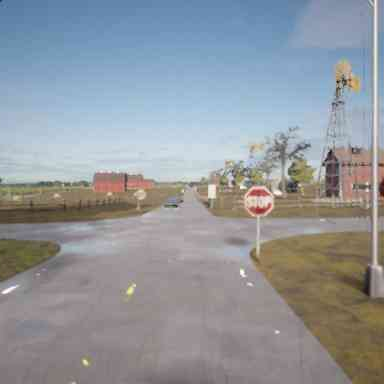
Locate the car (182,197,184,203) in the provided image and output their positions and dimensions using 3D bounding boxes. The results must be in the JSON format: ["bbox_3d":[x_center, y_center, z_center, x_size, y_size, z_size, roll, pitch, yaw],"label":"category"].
[{"bbox_3d":[-2.750,1.486,67.784,1.882,1.535,5.008,0,0,0],"label":"car"}]

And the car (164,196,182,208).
[{"bbox_3d":[-2.752,1.459,45.221,2.033,1.411,5.357,0,0,0],"label":"car"}]
